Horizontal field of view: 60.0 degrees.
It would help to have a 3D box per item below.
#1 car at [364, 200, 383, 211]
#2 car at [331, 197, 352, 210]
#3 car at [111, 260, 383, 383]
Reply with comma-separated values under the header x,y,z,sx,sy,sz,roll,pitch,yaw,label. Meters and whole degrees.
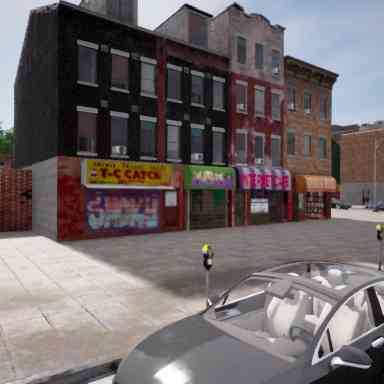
x,y,z,sx,sy,sz,roll,pitch,yaw,label
22.283,1.485,37.198,2.033,1.411,5.357,0,0,-36,car
16.655,1.383,39.979,1.837,1.490,4.892,0,0,-36,car
1.290,1.552,3.719,4.403,1.369,2.008,0,0,-35,car
